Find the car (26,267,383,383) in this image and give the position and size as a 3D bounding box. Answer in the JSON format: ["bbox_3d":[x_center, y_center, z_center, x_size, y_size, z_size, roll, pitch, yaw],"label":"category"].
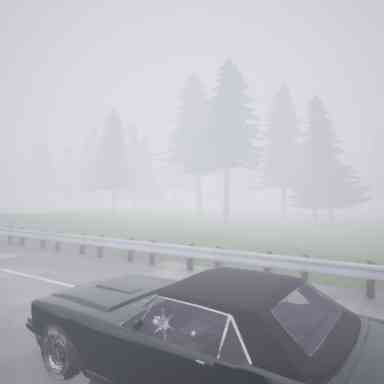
[{"bbox_3d":[0.154,1.597,3.814,4.718,1.301,1.895,0,0,35],"label":"car"}]
